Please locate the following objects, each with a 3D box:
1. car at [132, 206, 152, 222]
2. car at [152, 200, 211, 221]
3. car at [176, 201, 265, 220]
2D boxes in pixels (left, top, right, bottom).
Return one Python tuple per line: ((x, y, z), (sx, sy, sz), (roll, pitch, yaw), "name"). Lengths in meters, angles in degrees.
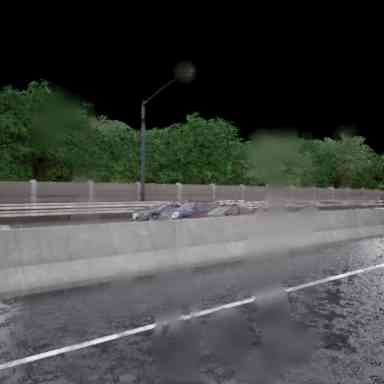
((-1.925, 1.484, 24.108), (4.902, 1.511, 2.128), (0, 0, -35), "car")
((0.105, 1.344, 21.257), (4.553, 1.767, 2.097), (0, 0, -35), "car")
((1.875, 1.469, 18.221), (5.008, 1.535, 1.882), (0, 0, -35), "car")
